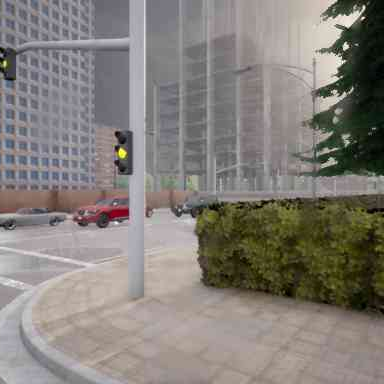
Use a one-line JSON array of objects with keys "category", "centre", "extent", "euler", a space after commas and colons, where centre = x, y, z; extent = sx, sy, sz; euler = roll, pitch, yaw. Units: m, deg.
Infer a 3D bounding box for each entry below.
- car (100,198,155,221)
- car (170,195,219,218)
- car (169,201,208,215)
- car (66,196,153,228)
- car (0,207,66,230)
[{"category": "car", "centre": [-5.536, 1.407, 29.130], "extent": [2.097, 1.767, 4.553], "euler": [0, 0, 35]}, {"category": "car", "centre": [0.528, 1.277, 31.595], "extent": [2.150, 2.045, 5.566], "euler": [0, 0, 36]}, {"category": "car", "centre": [-0.309, 1.656, 36.444], "extent": [1.895, 1.301, 4.718], "euler": [0, 0, 36]}, {"category": "car", "centre": [-5.508, 1.277, 23.168], "extent": [2.150, 2.045, 5.566], "euler": [0, 0, 33]}, {"category": "car", "centre": [-10.750, 1.656, 21.801], "extent": [1.895, 1.301, 4.718], "euler": [0, 0, 35]}]
